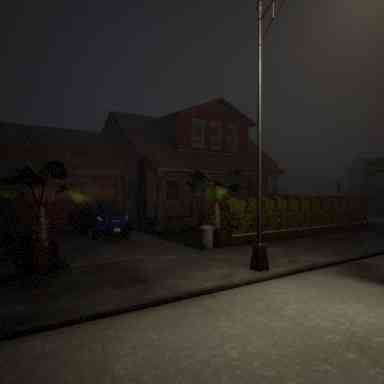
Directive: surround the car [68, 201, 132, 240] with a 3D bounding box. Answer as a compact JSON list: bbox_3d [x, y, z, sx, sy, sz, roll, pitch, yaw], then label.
[{"bbox_3d":[-4.076,1.174,14.562,1.845,1.501,3.633,0,0,-38],"label":"car"}]
